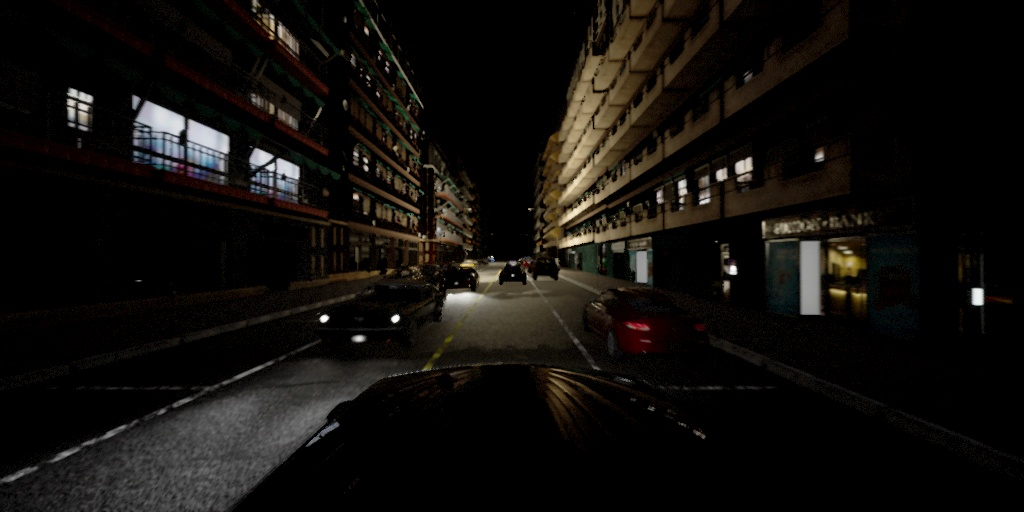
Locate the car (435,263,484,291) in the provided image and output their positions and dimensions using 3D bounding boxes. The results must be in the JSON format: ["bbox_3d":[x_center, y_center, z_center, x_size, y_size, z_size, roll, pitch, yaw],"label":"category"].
[{"bbox_3d":[-3.008,1.293,21.418,1.994,1.385,4.181,0,0,0],"label":"car"}]

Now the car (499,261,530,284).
[{"bbox_3d":[0.069,1.288,26.539,1.994,1.385,4.181,0,0,0],"label":"car"}]

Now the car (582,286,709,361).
[{"bbox_3d":[2.690,1.325,7.987,1.802,1.307,4.207,0,0,0],"label":"car"}]

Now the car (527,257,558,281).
[{"bbox_3d":[2.685,1.035,30.082,2.192,1.841,5.009,0,0,0],"label":"car"}]

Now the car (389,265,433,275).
[{"bbox_3d":[-5.694,1.257,18.876,1.751,1.417,4.829,0,0,0],"label":"car"}]

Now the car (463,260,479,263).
[{"bbox_3d":[-5.700,1.231,46.492,1.751,1.417,4.829,0,0,0],"label":"car"}]

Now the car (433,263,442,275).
[{"bbox_3d":[-5.695,1.276,24.569,2.007,1.370,4.403,0,0,0],"label":"car"}]

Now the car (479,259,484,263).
[{"bbox_3d":[-5.702,1.251,52.186,2.007,1.370,4.403,0,0,0],"label":"car"}]

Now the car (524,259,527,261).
[{"bbox_3d":[2.682,1.276,41.127,1.948,1.339,4.313,0,0,0],"label":"car"}]

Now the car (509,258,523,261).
[{"bbox_3d":[0.086,1.269,47.482,1.994,1.385,4.181,0,0,0],"label":"car"}]

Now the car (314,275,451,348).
[{"bbox_3d":[-3.043,1.342,9.360,1.895,1.301,4.718,0,0,1],"label":"car"}]

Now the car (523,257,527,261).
[{"bbox_3d":[2.678,1.136,57.698,1.967,1.591,4.097,0,0,0],"label":"car"}]
